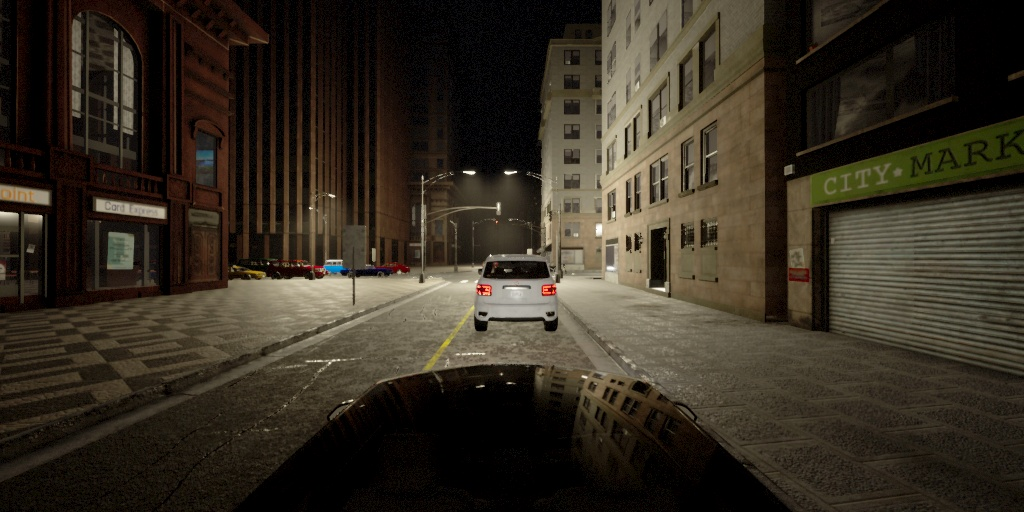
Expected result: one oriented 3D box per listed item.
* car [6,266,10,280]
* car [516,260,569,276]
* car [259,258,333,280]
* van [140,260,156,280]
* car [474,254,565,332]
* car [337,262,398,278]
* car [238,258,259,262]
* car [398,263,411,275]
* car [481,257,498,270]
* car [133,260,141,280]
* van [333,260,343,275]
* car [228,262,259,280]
[{"bbox_3d":[-47.755,1.850,32.836,4.403,1.370,2.007,0,0,0],"label":"car"},{"bbox_3d":[3.016,1.196,36.327,4.902,1.511,2.128,-1,0,35],"label":"car"},{"bbox_3d":[-19.635,1.274,32.746,5.009,1.841,2.192,0,0,0],"label":"car"},{"bbox_3d":[-30.883,1.436,32.782,3.998,1.789,1.690,0,0,0],"label":"van"},{"bbox_3d":[0.096,0.974,11.067,2.150,2.045,5.566,0,0,0],"label":"car"},{"bbox_3d":[-14.159,1.506,35.300,4.718,1.301,1.895,-1,0,0],"label":"car"},{"bbox_3d":[-24.124,1.247,35.325,5.566,2.045,2.150,-1,0,-1],"label":"car"},{"bbox_3d":[-13.993,1.477,41.254,4.507,1.381,1.888,0,0,0],"label":"car"},{"bbox_3d":[-3.132,1.099,51.787,2.097,1.767,4.553,0,0,1],"label":"car"},{"bbox_3d":[-34.680,1.375,35.377,5.566,2.045,2.150,-1,0,0],"label":"car"},{"bbox_3d":[-19.617,1.341,41.272,3.998,1.789,1.690,0,0,0],"label":"van"},{"bbox_3d":[-25.089,1.552,32.763,4.829,1.417,1.751,0,0,0],"label":"car"}]
